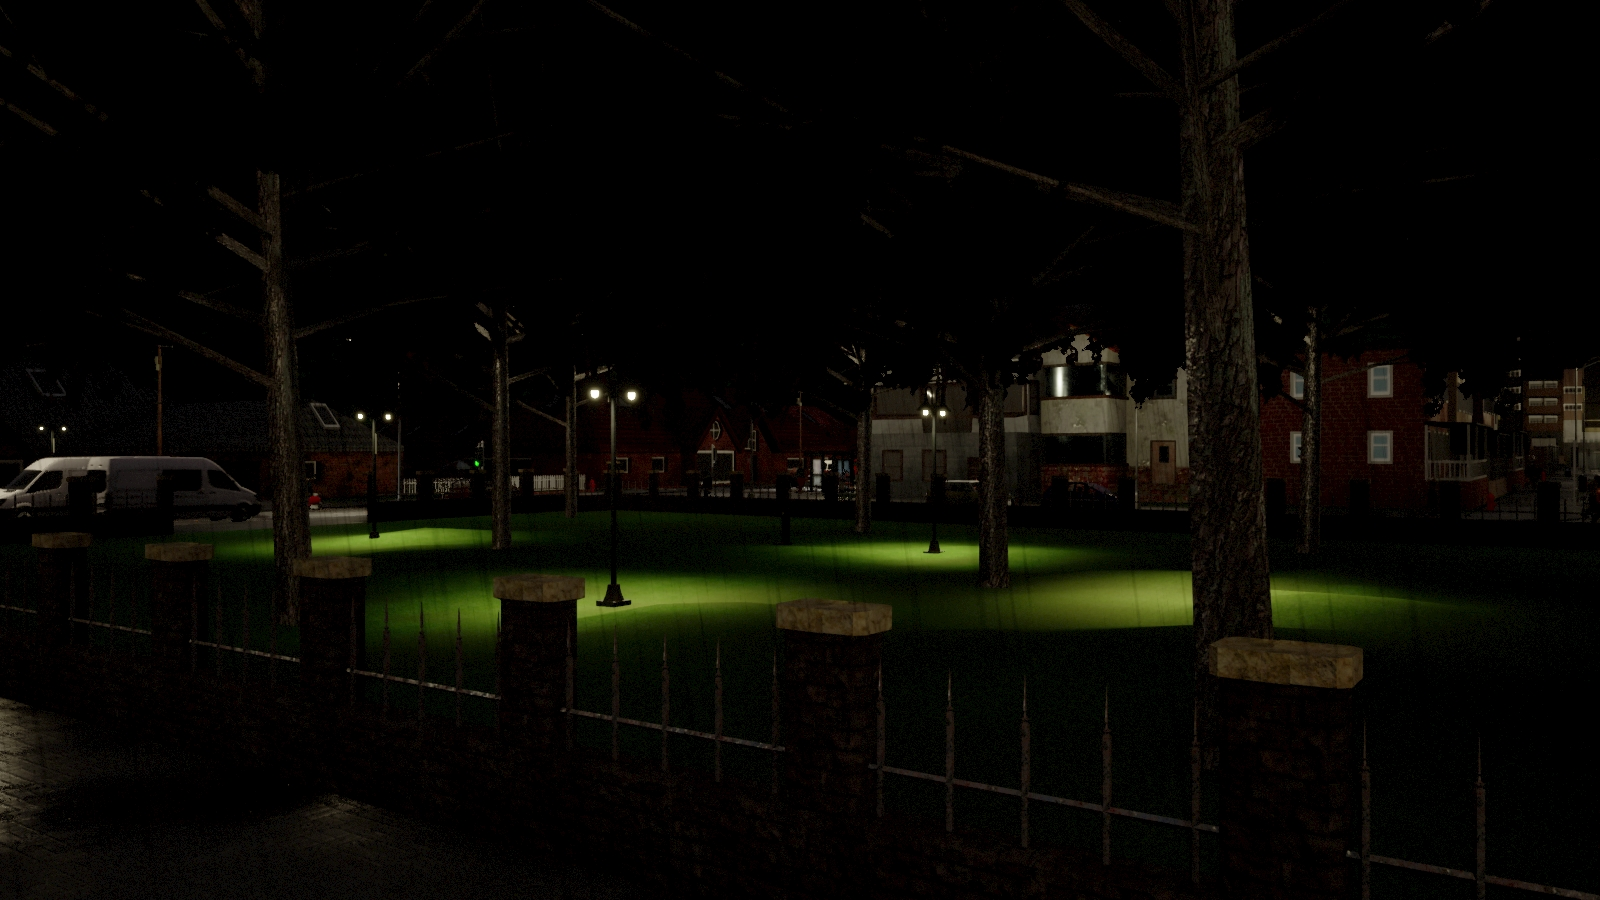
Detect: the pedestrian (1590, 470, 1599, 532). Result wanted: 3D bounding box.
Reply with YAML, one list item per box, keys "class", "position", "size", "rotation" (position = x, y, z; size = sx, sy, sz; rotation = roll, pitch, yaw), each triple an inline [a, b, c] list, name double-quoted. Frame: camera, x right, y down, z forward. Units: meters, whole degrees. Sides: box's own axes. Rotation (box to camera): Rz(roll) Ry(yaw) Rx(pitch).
- class: "pedestrian"
  position: [24.131, 1.525, 34.494]
  size: [0.375, 1.860, 0.375]
  rotation: [0, 0, -41]

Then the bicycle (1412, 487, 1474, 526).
- class: "bicycle"
  position: [22.098, 1.940, 39.305]
  size: [1.835, 1.271, 0.329]
  rotation: [0, 0, 35]

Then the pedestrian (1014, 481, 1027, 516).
- class: "pedestrian"
  position: [8.192, 1.804, 42.484]
  size: [0.375, 1.300, 0.375]
  rotation: [0, 0, 34]

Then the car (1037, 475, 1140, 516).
- class: "car"
  position: [11.752, 1.818, 46.570]
  size: [3.633, 1.501, 1.845]
  rotation: [0, 0, 35]
